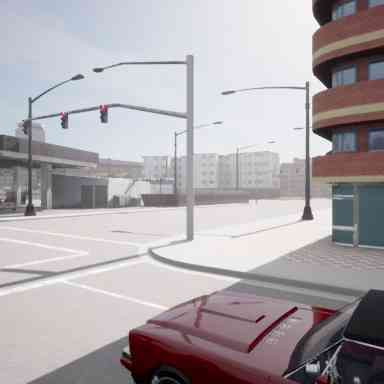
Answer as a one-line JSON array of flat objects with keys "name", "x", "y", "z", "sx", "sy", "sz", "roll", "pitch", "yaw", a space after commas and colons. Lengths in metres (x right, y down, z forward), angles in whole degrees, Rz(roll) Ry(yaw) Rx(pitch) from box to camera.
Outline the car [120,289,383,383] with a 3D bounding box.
[{"name": "car", "x": 1.589, "y": 1.601, "z": 2.840, "sx": 4.718, "sy": 1.301, "sz": 1.895, "roll": 0, "pitch": 0, "yaw": 36}]

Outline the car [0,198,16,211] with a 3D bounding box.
[{"name": "car", "x": -22.264, "y": 1.456, "z": 38.800, "sx": 3.806, "sy": 1.475, "sz": 1.970, "roll": 0, "pitch": 0, "yaw": 36}]
